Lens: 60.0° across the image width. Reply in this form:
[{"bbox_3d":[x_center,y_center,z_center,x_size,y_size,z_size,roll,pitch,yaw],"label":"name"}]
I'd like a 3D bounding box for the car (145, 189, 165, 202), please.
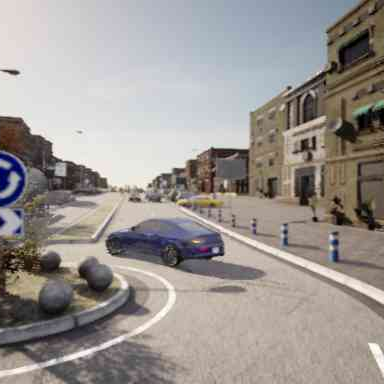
[{"bbox_3d":[-5.810,0.766,51.488,2.128,1.511,4.902,1,1,-10],"label":"car"}]

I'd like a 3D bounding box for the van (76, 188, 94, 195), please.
[{"bbox_3d":[-28.767,-0.161,89.710,4.442,1.987,1.878,1,0,-10],"label":"van"}]

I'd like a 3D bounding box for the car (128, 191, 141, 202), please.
[{"bbox_3d":[-8.751,0.834,50.882,1.895,1.301,4.718,1,1,-10],"label":"car"}]

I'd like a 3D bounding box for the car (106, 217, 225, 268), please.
[{"bbox_3d":[-1.038,1.580,11.585,4.674,1.442,1.812,0,-2,41],"label":"car"}]

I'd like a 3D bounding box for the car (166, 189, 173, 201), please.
[{"bbox_3d":[-0.366,0.671,47.290,5.566,2.045,2.435,1,1,-10],"label":"car"}]

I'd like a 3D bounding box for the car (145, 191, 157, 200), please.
[{"bbox_3d":[-7.605,0.614,61.211,1.837,1.490,4.892,1,1,-10],"label":"car"}]

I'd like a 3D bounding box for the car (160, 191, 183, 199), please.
[{"bbox_3d":[-4.282,0.604,68.991,4.674,1.452,2.002,1,0,-10],"label":"car"}]

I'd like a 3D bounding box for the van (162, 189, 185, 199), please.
[{"bbox_3d":[-3.660,0.373,66.176,4.442,1.987,1.878,1,0,-10],"label":"van"}]

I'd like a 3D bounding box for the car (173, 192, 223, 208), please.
[{"bbox_3d":[0.874,1.110,39.120,5.366,1.575,1.946,1,1,-10],"label":"car"}]

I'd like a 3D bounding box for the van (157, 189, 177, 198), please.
[{"bbox_3d":[-5.854,0.261,77.108,4.442,1.987,1.878,1,0,-10],"label":"van"}]

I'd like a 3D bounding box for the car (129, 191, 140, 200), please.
[{"bbox_3d":[-10.558,0.572,60.681,1.837,1.490,4.892,1,1,-10],"label":"car"}]

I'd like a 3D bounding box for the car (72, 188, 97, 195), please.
[{"bbox_3d":[-28.434,-0.163,86.949,5.566,2.045,2.435,1,0,-10],"label":"car"}]

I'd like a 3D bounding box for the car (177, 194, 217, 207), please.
[{"bbox_3d":[0.574,1.088,41.868,4.674,1.452,2.002,1,1,-10],"label":"car"}]

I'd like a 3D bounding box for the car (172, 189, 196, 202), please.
[{"bbox_3d":[0.057,0.857,44.570,4.553,1.767,2.185,1,1,-10],"label":"car"}]

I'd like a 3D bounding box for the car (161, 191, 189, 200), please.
[{"bbox_3d":[-3.307,0.632,63.566,5.008,1.535,2.097,1,1,-10],"label":"car"}]
